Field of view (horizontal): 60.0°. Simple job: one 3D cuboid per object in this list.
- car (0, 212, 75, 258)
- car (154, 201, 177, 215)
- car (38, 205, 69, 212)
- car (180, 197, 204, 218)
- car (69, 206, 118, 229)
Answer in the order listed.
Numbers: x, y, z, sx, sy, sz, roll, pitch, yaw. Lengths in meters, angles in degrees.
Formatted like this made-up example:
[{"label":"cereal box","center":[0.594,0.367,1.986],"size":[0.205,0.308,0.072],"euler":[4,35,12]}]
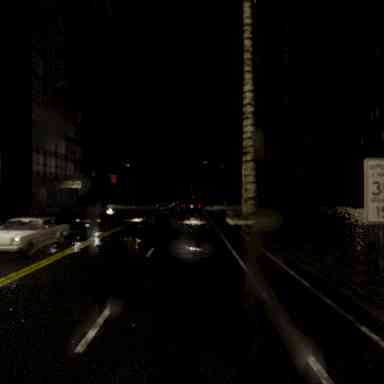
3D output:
[{"label":"car","center":[-6.604,1.701,13.319],"size":[1.895,1.301,4.718],"euler":[0,0,0]},{"label":"car","center":[-3.166,1.871,37.888],"size":[1.994,1.385,4.181],"euler":[0,-1,1]},{"label":"car","center":[-9.838,1.710,23.853],"size":[1.812,1.442,4.674],"euler":[0,0,0]},{"label":"car","center":[-0.007,1.486,33.137],"size":[2.150,2.045,5.566],"euler":[0,-1,0]},{"label":"car","center":[-6.599,1.730,23.638],"size":[2.033,1.411,5.357],"euler":[0,0,0]}]
